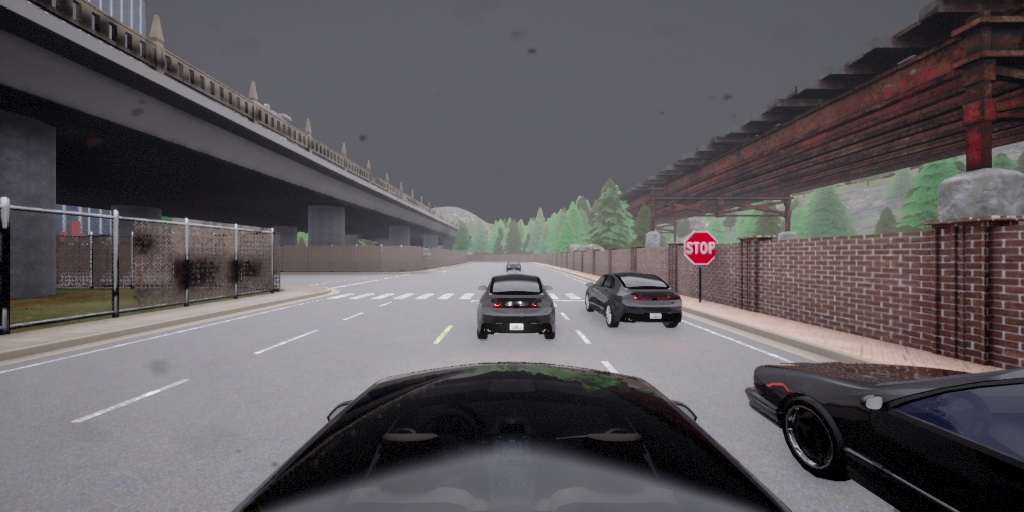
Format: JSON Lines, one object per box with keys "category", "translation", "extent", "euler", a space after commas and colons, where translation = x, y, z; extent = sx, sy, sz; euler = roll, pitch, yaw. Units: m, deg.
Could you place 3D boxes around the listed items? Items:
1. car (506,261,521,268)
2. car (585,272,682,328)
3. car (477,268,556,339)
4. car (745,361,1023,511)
{"category": "car", "translation": [0.196, 1.351, 46.310], "extent": [1.895, 1.301, 4.718], "euler": [0, 0, -1]}
{"category": "car", "translation": [3.603, 1.255, 11.386], "extent": [1.837, 1.490, 4.892], "euler": [0, 0, 0]}
{"category": "car", "translation": [0.101, 1.255, 10.028], "extent": [1.837, 1.490, 4.892], "euler": [0, 0, 0]}
{"category": "car", "translation": [3.600, 1.297, 1.640], "extent": [2.033, 1.411, 5.357], "euler": [0, 0, 0]}
